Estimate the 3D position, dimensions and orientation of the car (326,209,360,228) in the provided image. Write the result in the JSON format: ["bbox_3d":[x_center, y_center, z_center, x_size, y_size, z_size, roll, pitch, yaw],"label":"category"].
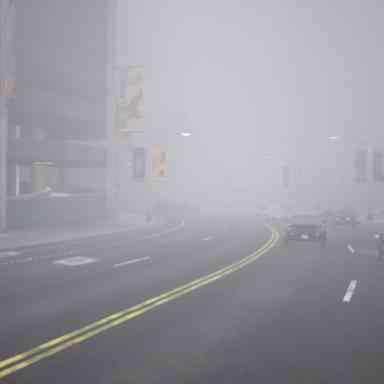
[{"bbox_3d":[11.211,1.994,25.879,2.033,1.411,5.357,0,-1,6],"label":"car"}]

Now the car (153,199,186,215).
[{"bbox_3d":[-3.517,2.027,46.530,2.150,2.045,5.566,1,-1,-30],"label":"car"}]

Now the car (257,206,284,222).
[{"bbox_3d":[7.790,2.090,32.652,1.812,1.442,4.674,0,-1,-3],"label":"car"}]

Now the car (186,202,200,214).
[{"bbox_3d":[-0.732,2.190,48.398,2.097,1.767,4.553,1,-1,-31],"label":"car"}]

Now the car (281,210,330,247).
[{"bbox_3d":[5.708,1.816,16.701,1.812,1.442,4.674,0,-1,20],"label":"car"}]

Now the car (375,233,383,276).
[{"bbox_3d":[6.787,1.725,10.175,2.033,1.411,5.357,0,-1,27],"label":"car"}]
